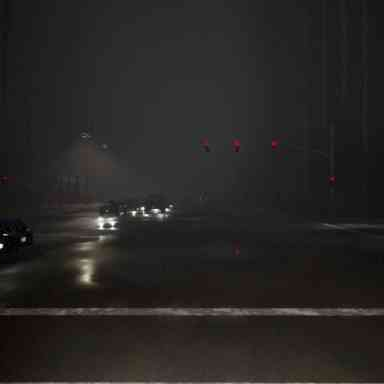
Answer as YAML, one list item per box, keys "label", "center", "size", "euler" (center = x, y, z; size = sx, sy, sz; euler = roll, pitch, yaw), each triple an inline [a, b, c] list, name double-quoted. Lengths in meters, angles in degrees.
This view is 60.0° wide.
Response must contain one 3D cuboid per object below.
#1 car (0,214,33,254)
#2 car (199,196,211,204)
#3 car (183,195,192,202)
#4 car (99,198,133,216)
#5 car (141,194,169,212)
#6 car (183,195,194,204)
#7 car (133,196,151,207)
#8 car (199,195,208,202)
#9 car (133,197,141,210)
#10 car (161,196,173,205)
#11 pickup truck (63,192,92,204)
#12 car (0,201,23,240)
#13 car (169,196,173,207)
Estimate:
- label: "car"
  center: [-8.470, 1.215, 11.306]
  size: [5.566, 2.045, 2.150]
  euler: [1, 0, 0]
- label: "car"
  center: [2.748, 1.491, 64.776]
  size: [2.128, 1.511, 4.902]
  euler: [0, 0, -1]
- label: "car"
  center: [-0.958, 1.478, 75.364]
  size: [1.882, 1.535, 5.008]
  euler: [0, 0, -1]
- label: "car"
  center: [-7.704, 1.491, 32.845]
  size: [2.128, 1.511, 4.902]
  euler: [0, 0, 2]
- label: "car"
  center: [-4.186, 1.221, 38.479]
  size: [2.150, 2.045, 5.566]
  euler: [0, 0, -1]
- label: "car"
  center: [-0.758, 1.352, 65.361]
  size: [2.097, 1.767, 4.553]
  euler: [0, 0, -1]
- label: "car"
  center: [-7.823, 1.491, 52.532]
  size: [2.128, 1.511, 4.902]
  euler: [0, 0, -1]
- label: "car"
  center: [2.545, 1.524, 75.160]
  size: [1.812, 1.442, 4.674]
  euler: [0, 0, -1]
- label: "car"
  center: [-7.725, 1.478, 42.148]
  size: [1.882, 1.535, 5.008]
  euler: [0, 0, -1]
- label: "car"
  center: [-4.367, 1.478, 58.865]
  size: [1.882, 1.535, 5.008]
  euler: [0, 0, 0]
- label: "pickup truck"
  center: [-20.926, 1.059, 59.994]
  size: [2.390, 2.098, 6.274]
  euler: [0, 0, 30]
- label: "car"
  center: [-10.849, 1.351, 15.934]
  size: [4.553, 1.767, 2.097]
  euler: [0, 0, -15]
- label: "car"
  center: [-4.281, 1.601, 48.426]
  size: [1.895, 1.301, 4.718]
  euler: [0, 0, -1]
